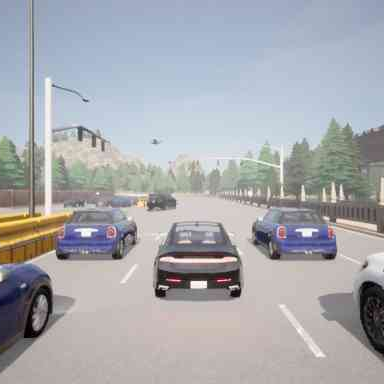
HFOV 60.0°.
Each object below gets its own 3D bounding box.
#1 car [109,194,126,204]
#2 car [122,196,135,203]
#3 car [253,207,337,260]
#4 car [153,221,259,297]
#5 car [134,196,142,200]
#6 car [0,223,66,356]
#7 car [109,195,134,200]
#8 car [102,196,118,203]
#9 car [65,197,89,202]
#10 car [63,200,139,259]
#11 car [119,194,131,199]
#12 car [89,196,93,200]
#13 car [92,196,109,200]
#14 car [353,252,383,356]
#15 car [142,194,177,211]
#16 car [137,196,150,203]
[{"bbox_3d":[-13.807,1.352,62.126,2.097,1.767,4.553,0,0,1],"label":"car"},{"bbox_3d":[-13.715,1.553,72.146,1.994,1.385,4.181,0,0,0],"label":"car"},{"bbox_3d":[3.647,1.352,12.653,2.097,1.767,4.553,0,0,0],"label":"car"},{"bbox_3d":[0.132,1.492,8.540,2.128,1.511,4.902,0,0,0],"label":"car"},{"bbox_3d":[-10.345,1.526,58.682,1.812,1.442,4.674,0,0,1],"label":"car"},{"bbox_3d":[-3.383,1.352,3.759,2.097,1.767,4.553,0,0,0],"label":"car"},{"bbox_3d":[-10.393,1.478,49.267,1.882,1.535,5.008,0,0,0],"label":"car"},{"bbox_3d":[-17.224,1.525,70.004,2.128,1.511,4.902,0,0,0],"label":"car"},{"bbox_3d":[-17.411,1.505,49.395,1.837,1.490,4.892,0,0,1],"label":"car"},{"bbox_3d":[-3.401,1.352,12.675,2.097,1.767,4.553,0,0,-1],"label":"car"},{"bbox_3d":[-17.163,1.155,85.334,2.033,1.411,5.357,0,0,0],"label":"car"},{"bbox_3d":[-17.335,1.503,59.100,1.837,1.490,4.892,0,1,0],"label":"car"},{"bbox_3d":[-13.864,1.526,52.983,1.812,1.442,4.674,0,0,1],"label":"car"},{"bbox_3d":[3.615,1.223,2.892,2.150,2.045,5.566,0,0,0],"label":"car"},{"bbox_3d":[-3.655,1.223,41.217,2.150,2.045,5.566,1,1,18],"label":"car"},{"bbox_3d":[-10.222,1.525,70.517,2.128,1.511,4.902,0,0,0],"label":"car"}]
